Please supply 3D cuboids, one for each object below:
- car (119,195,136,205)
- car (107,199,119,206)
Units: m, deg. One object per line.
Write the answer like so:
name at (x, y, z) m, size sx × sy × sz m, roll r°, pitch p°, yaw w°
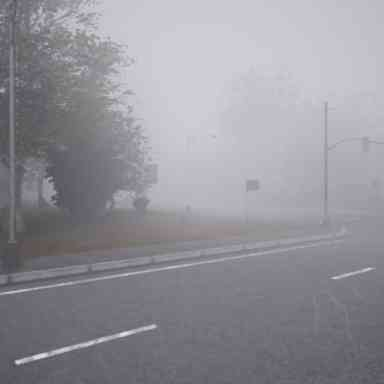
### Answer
car at (-9.583, 1.288, 54.928) m, size 2.097 × 1.767 × 4.553 m, roll 0°, pitch 0°, yaw -38°
car at (-13.528, 1.494, 54.302) m, size 2.033 × 1.411 × 5.357 m, roll 0°, pitch 0°, yaw -38°
